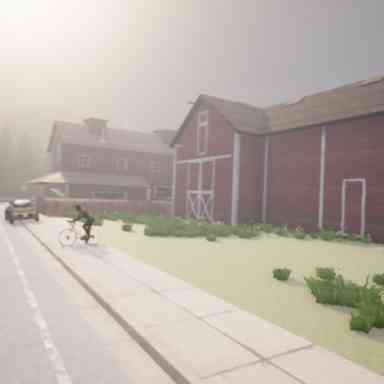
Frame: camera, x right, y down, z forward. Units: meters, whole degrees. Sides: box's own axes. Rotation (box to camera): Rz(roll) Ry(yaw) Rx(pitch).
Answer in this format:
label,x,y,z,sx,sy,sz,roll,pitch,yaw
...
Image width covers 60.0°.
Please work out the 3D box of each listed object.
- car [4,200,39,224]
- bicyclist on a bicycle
label,x,y,z,sx,sy,sz,roll,pitch,yaw
car,-11.834,1.272,22.989,1.816,1.474,4.193,-4,3,-34
bicyclist on a bicycle,-4.328,1.307,12.995,1.656,1.620,0.582,2,-1,-32
